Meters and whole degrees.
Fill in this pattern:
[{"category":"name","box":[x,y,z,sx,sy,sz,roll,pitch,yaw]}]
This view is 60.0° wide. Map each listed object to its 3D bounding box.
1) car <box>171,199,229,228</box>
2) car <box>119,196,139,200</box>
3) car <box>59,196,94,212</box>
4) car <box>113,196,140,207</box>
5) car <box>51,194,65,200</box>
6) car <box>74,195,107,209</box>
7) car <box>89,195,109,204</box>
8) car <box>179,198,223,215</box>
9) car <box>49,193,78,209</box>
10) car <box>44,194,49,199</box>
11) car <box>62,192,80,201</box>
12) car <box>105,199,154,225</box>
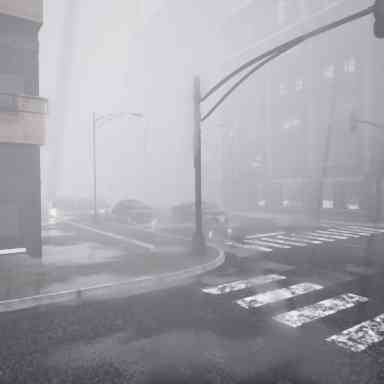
[{"category":"car","box":[0.419,1.434,22.043,2.128,1.511,4.902,-1,1,-35]},{"category":"car","box":[-5.468,1.374,30.547,1.882,1.535,5.008,-1,1,-35]},{"category":"car","box":[-12.659,1.449,36.388,2.008,1.369,4.403,-1,1,-35]},{"category":"car","box":[-9.104,1.267,45.971,1.752,1.417,4.829,-1,1,-35]},{"category":"car","box":[-31.652,1.125,78.534,2.008,1.369,4.403,-1,1,-35]},{"category":"car","box":[-12.402,1.390,40.584,2.033,1.411,5.357,-1,1,-35]},{"category":"car","box":[-15.573,1.217,55.315,1.752,1.417,4.829,-1,1,-35]},{"category":"car","box":[0.782,1.360,31.879,1.887,1.381,4.507,-1,1,-35]},{"category":"car","box":[-15.894,1.313,41.059,1.967,1.590,4.097,-1,1,-35]},{"category":"car","box":[-34.983,1.076,83.346,1.752,1.417,4.829,-1,1,-35]},{"category":"car","box":[-25.183,0.936,69.188,2.192,1.841,5.009,-1,1,-35]},{"category":"car","box":[-4.390,1.509,24.221,1.887,1.381,4.507,-1,1,-35]}]
